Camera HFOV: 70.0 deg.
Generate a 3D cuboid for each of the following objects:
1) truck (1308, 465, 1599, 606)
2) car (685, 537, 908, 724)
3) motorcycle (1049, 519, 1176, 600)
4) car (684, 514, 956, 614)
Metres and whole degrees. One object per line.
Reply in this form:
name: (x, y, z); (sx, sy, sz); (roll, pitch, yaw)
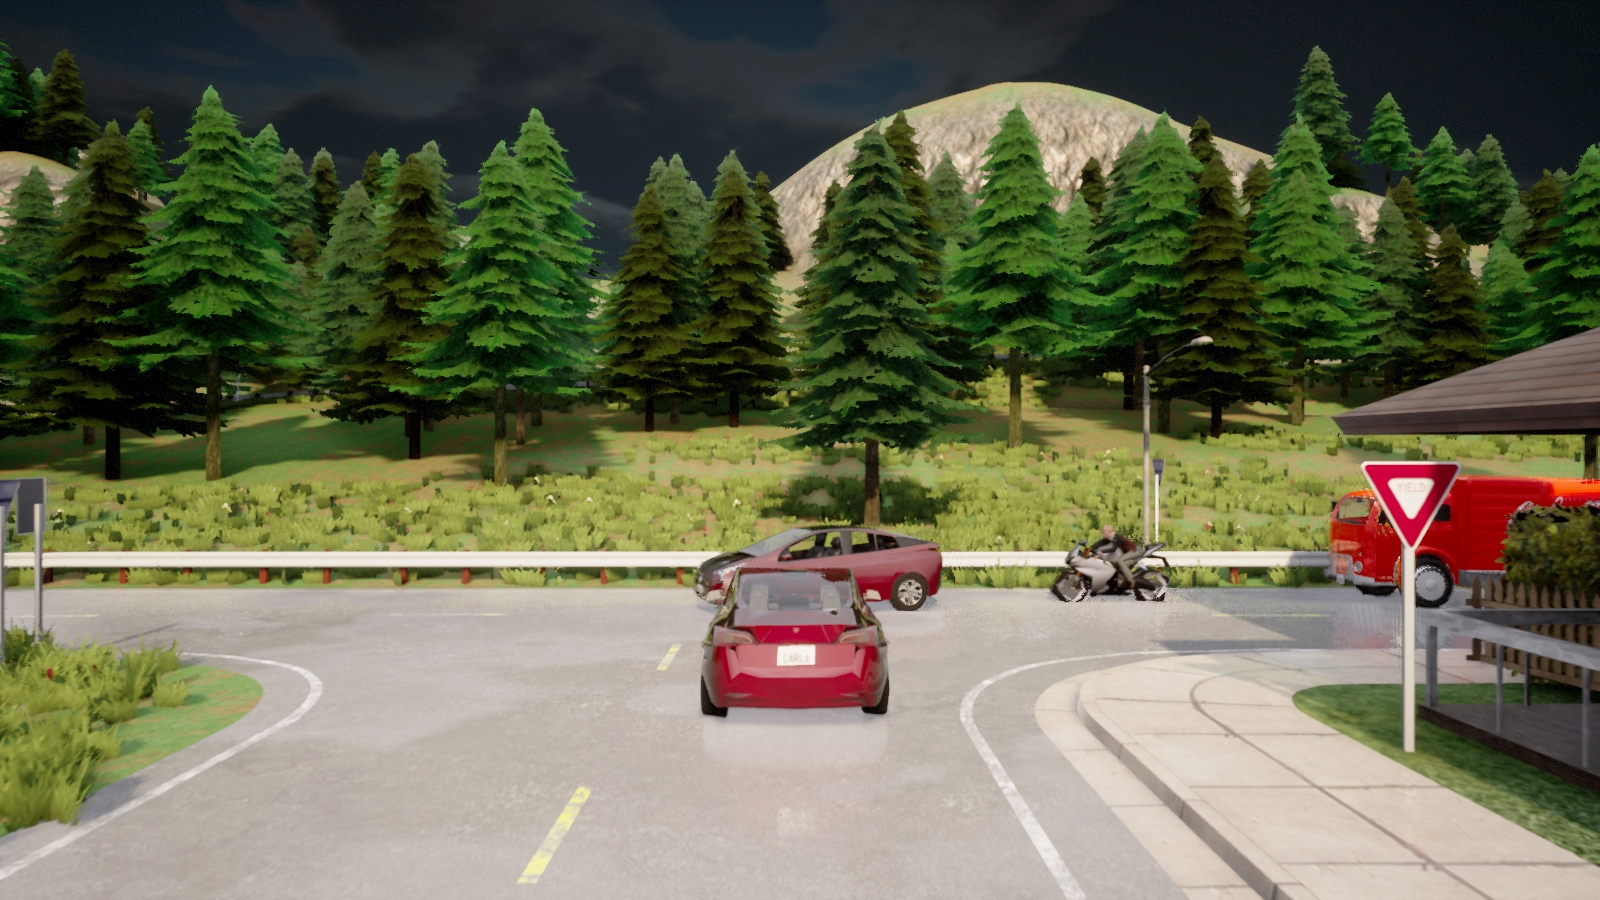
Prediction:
truck: (13.038, 1.580, 22.098); (5.204, 2.467, 2.627); (1, 0, 0)
car: (-0.067, 1.934, 13.486); (2.163, 1.488, 4.792); (0, -1, -1)
motorcycle: (6.005, 2.098, 22.055); (2.209, 1.460, 0.867); (0, 0, -1)
car: (0.350, 2.002, 20.815); (4.514, 1.525, 2.007); (1, -1, -20)
